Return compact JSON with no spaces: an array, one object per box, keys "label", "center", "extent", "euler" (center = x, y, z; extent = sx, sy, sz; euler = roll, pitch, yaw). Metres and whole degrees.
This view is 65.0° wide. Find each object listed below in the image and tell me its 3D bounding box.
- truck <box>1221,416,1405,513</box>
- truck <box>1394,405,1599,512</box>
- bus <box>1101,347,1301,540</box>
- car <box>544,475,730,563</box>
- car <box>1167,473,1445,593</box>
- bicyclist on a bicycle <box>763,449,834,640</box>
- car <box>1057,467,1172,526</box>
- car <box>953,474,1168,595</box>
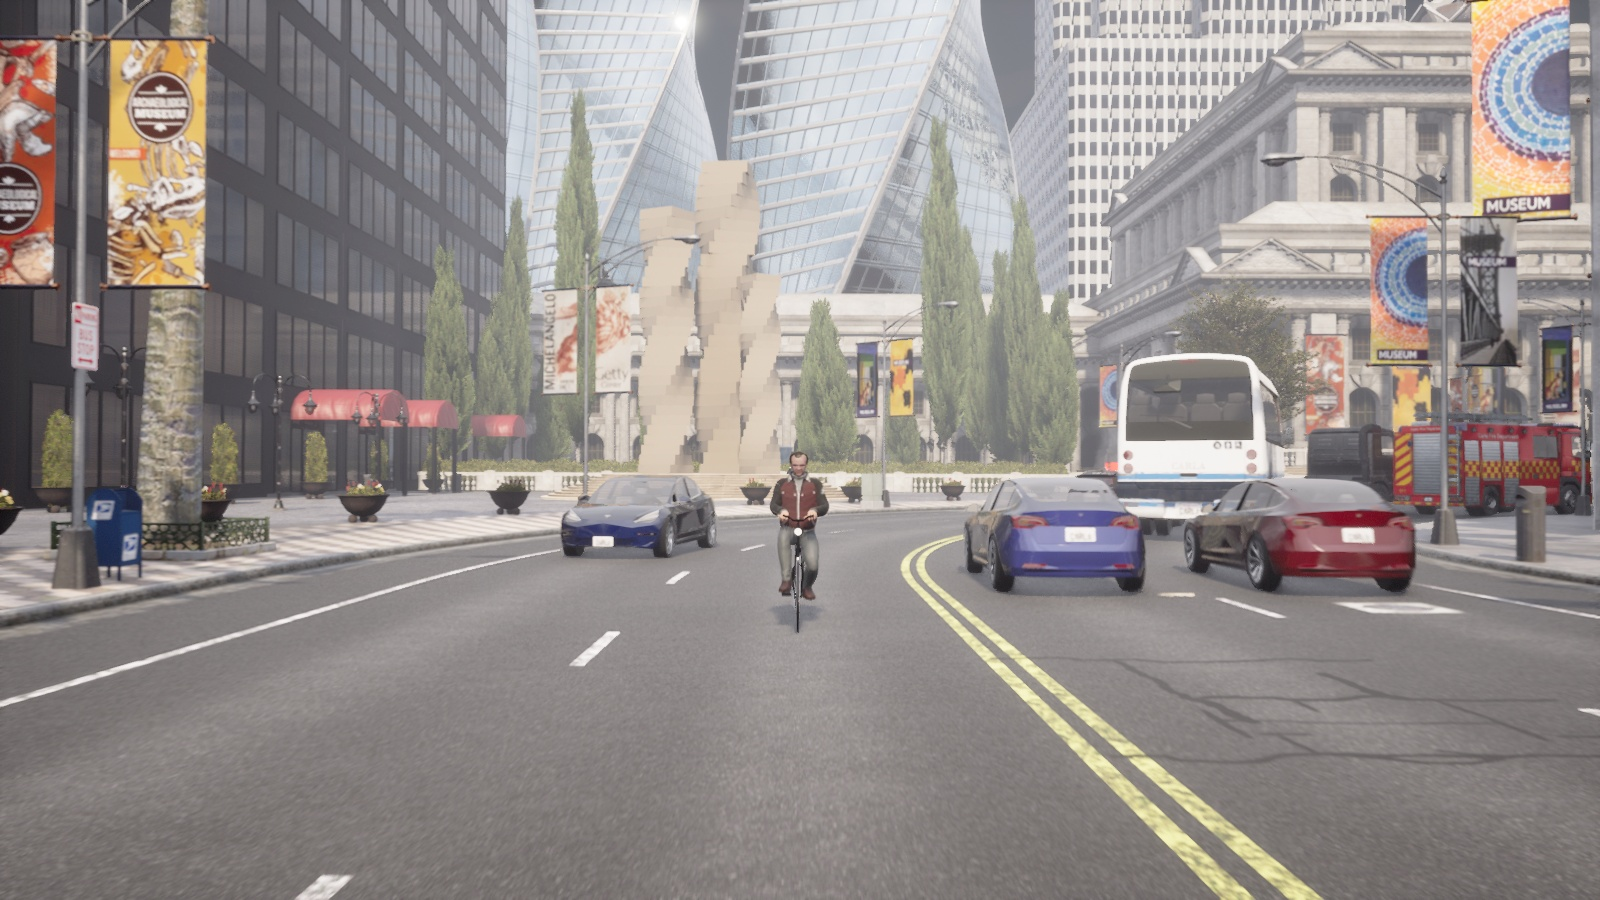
[{"label":"truck","center":[19.825,0.562,48.286],"extent":[7.936,3.462,2.891],"euler":[1,-1,-37]},{"label":"truck","center":[26.912,0.351,48.291],"extent":[8.468,3.827,2.891],"euler":[0,-1,-29]},{"label":"bus","center":[10.919,-0.049,33.246],"extent":[3.944,4.253,10.273],"euler":[-1,-1,24]},{"label":"car","center":[-2.962,1.229,24.047],"extent":[2.163,1.488,4.792],"euler":[0,-1,10]},{"label":"car","center":[7.035,1.090,18.144],"extent":[2.163,1.488,4.792],"euler":[0,-1,1]},{"label":"bicyclist on a bicycle","center":[-0.010,0.897,12.624],"extent":[0.659,1.776,1.843],"euler":[0,-1,0]},{"label":"car","center":[9.470,1.335,37.536],"extent":[2.033,1.649,4.856],"euler":[-1,-1,31]},{"label":"car","center":[3.527,1.102,18.019],"extent":[2.163,1.488,4.792],"euler":[0,-1,1]}]
